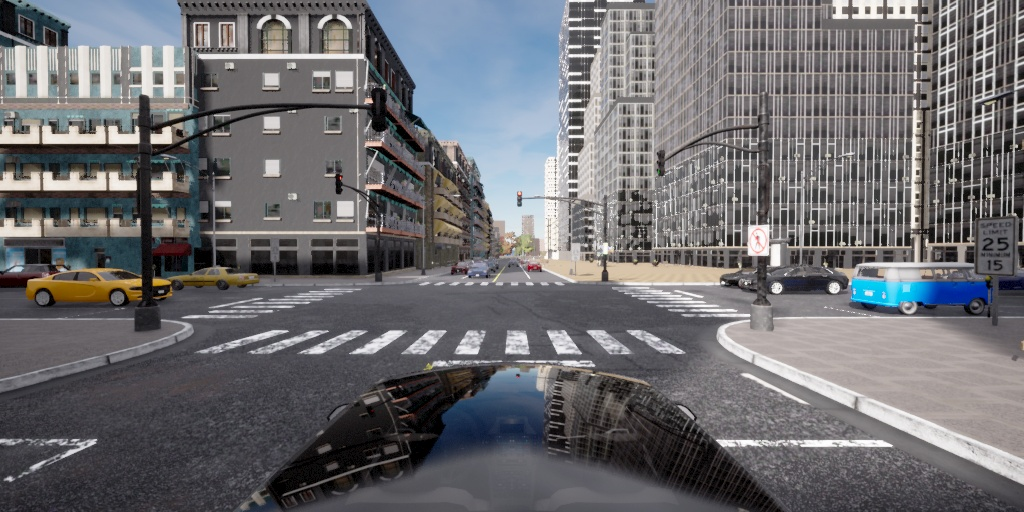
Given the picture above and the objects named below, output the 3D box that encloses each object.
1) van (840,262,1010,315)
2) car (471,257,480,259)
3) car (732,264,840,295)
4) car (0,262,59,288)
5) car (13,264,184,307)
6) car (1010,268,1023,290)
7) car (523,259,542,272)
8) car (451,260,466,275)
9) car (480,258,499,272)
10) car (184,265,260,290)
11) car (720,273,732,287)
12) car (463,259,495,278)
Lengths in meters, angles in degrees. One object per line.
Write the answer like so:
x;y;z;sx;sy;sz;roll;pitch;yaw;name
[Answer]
14.721;1.117;12.939;3.998;1.789;1.690;0;0;0;van
-5.566;1.184;45.058;1.967;1.591;4.097;0;0;0;car
14.641;1.194;18.718;4.892;1.490;1.837;0;1;0;car
-28.724;1.190;21.375;4.097;1.591;1.967;0;0;0;car
-17.720;1.287;15.557;5.008;1.535;1.882;0;1;0;car
24.713;1.196;18.703;4.674;1.442;1.812;0;1;0;car
2.782;1.290;45.091;1.888;1.381;4.507;0;0;0;car
-5.582;1.289;39.409;1.888;1.381;4.507;0;0;0;car
-2.976;1.309;43.991;1.994;1.385;4.181;0;0;0;car
-17.826;1.247;21.361;4.829;1.417;1.751;0;0;0;car
14.732;1.216;21.320;4.313;1.339;1.948;0;0;0;car
-3.007;1.292;33.958;2.033;1.411;5.357;0;0;0;car
